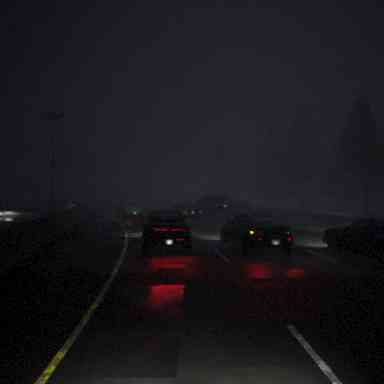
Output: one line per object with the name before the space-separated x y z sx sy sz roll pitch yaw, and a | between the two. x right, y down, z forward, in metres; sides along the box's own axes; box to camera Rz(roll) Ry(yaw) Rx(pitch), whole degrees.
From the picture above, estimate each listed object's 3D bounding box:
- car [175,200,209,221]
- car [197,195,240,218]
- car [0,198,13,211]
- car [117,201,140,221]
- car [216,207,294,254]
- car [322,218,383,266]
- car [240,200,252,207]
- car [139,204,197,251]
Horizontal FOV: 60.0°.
car | -0.691 1.574 27.130 2.033 1.411 5.357 0 0 -18
car | 1.862 1.253 30.405 2.150 2.045 5.566 0 0 -20
car | -23.187 1.533 40.700 2.128 1.511 4.902 0 0 -35
car | -5.724 1.555 30.636 1.812 1.442 4.674 0 0 -21
car | 2.482 1.540 13.454 1.812 1.442 4.674 0 -1 -8
car | 6.377 1.558 10.959 2.033 1.411 5.357 0 0 -6
car | 4.256 1.510 33.848 1.882 1.535 5.008 0 0 -21
car | -1.205 1.520 14.322 1.837 1.490 4.892 0 0 -9
